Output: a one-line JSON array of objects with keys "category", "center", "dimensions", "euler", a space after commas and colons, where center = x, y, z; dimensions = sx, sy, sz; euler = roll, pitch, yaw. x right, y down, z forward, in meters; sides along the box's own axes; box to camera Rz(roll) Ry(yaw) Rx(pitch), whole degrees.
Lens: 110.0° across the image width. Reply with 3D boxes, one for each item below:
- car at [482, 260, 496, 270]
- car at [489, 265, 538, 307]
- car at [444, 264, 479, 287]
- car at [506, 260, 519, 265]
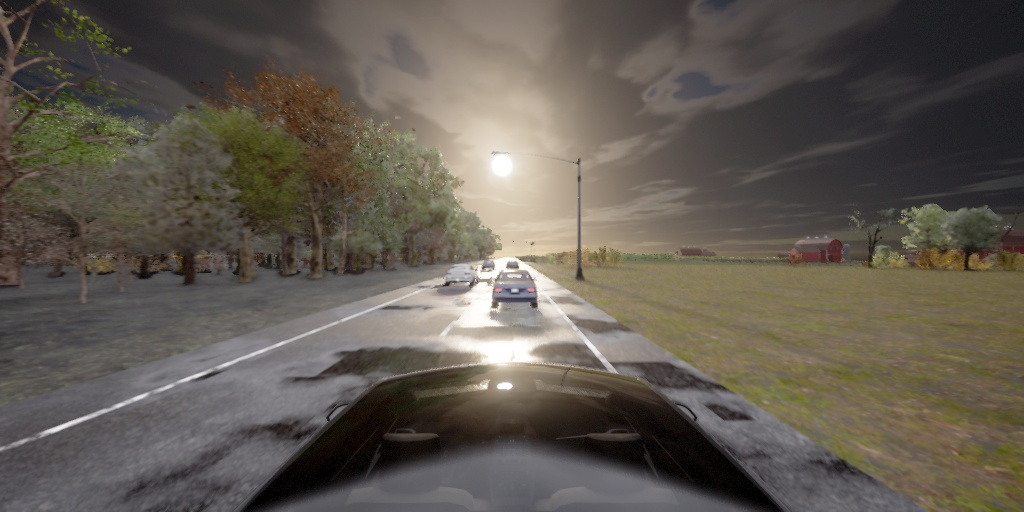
[{"category": "car", "center": [-3.409, 1.287, 53.208], "dimensions": [2.033, 1.411, 5.357], "euler": [0, 0, 0]}, {"category": "car", "center": [0.098, 1.299, 15.558], "dimensions": [2.033, 1.411, 5.357], "euler": [0, 0, 0]}, {"category": "car", "center": [-3.406, 1.275, 24.758], "dimensions": [1.812, 1.442, 4.674], "euler": [0, 0, 0]}, {"category": "car", "center": [0.088, 1.302, 58.254], "dimensions": [1.994, 1.385, 4.181], "euler": [0, 0, 0]}]
